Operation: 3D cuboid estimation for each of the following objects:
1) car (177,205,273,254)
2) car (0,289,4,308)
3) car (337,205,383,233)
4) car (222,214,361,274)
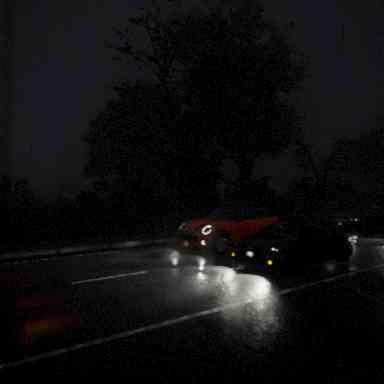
[{"bbox_3d":[1.607,1.370,13.761,4.553,1.767,2.097,0,0,-36],"label":"car"},{"bbox_3d":[-5.566,1.547,4.330,5.357,1.411,2.033,0,0,-36],"label":"car"},{"bbox_3d":[10.270,1.527,20.114,4.902,1.511,2.128,0,0,-37],"label":"car"},{"bbox_3d":[3.265,1.581,10.650,4.181,1.385,1.994,0,0,-36],"label":"car"}]
